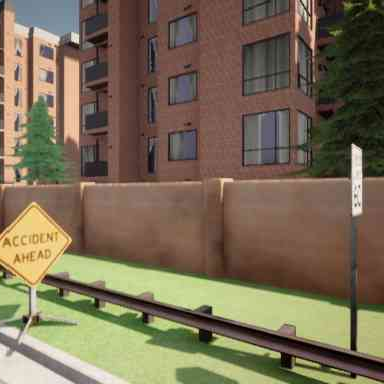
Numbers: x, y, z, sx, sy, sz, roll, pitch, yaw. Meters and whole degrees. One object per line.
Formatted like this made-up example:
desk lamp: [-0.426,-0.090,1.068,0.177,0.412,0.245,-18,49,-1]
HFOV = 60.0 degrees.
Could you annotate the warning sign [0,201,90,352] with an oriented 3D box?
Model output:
warning sign: [-2.420,1.088,5.042,1.060,1.860,1.300,0,0,36]
